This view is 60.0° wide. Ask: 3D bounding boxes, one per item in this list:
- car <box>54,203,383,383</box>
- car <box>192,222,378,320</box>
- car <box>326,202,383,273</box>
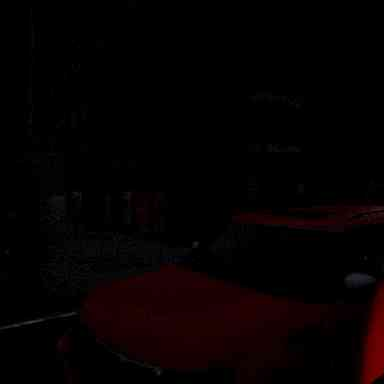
[{"bbox_3d":[1.367,1.220,4.045,5.566,2.045,2.150,0,0,-36],"label":"car"},{"bbox_3d":[2.329,1.563,7.851,4.313,1.339,1.947,0,0,-36],"label":"car"},{"bbox_3d":[6.954,1.310,11.151,5.009,1.841,2.192,0,0,-36],"label":"car"}]
